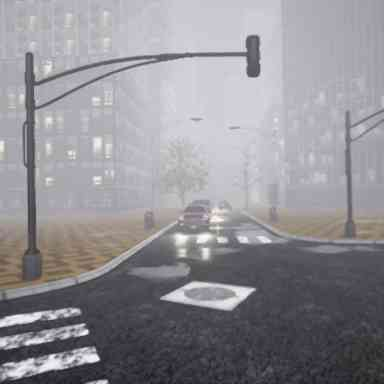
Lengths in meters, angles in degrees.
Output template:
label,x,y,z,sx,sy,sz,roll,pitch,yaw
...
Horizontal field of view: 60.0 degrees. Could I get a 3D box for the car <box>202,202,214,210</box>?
label,x,y,z,sx,sy,sz,roll,pitch,yaw
car,2.865,2.426,59.038,1.994,1.385,4.181,-1,-1,4

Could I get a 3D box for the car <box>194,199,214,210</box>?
label,x,y,z,sx,sy,sz,roll,pitch,yaw
car,0.960,1.718,33.644,2.150,2.045,5.566,-1,-1,3

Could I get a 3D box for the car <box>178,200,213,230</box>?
label,x,y,z,sx,sy,sz,roll,pitch,yaw
car,0.259,1.708,23.759,2.097,1.767,4.553,-1,-1,4

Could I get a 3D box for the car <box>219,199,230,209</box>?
label,x,y,z,sx,sy,sz,roll,pitch,yaw
car,6.247,2.237,64.285,2.097,1.767,4.553,-1,-1,4

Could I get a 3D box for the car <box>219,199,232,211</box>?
label,x,y,z,sx,sy,sz,roll,pitch,yaw
car,5.541,2.262,54.307,1.812,1.442,4.674,-1,-1,4
